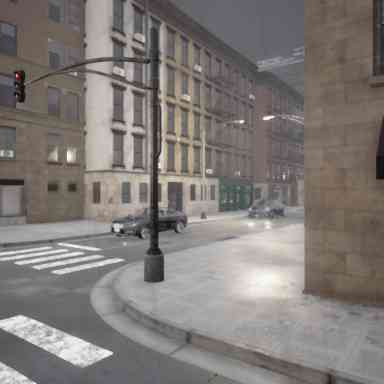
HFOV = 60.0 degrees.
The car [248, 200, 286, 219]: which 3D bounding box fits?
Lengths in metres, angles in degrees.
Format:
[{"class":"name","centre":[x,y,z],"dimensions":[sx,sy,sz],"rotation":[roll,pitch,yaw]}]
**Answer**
[{"class":"car","centre":[6.940,1.508,30.626],"dimensions":[2.097,1.767,4.553],"rotation":[0,0,36]}]

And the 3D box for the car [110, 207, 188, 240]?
[{"class":"car","centre":[-2.161,1.566,17.841],"dimensions":[2.128,1.511,4.902],"rotation":[0,0,35]}]
